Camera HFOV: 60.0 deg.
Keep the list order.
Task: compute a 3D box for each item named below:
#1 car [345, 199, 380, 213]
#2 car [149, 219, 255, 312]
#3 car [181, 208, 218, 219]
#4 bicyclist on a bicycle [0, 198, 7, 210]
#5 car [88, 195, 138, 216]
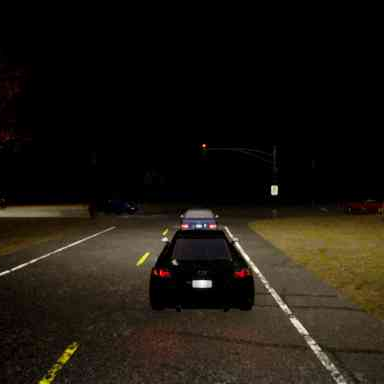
[{"bbox_3d":[18.288,1.389,33.706,4.718,1.301,1.895,-1,1,5],"label":"car"},{"bbox_3d":[0.192,1.558,7.765,1.994,1.385,4.181,0,0,0],"label":"car"},{"bbox_3d":[0.376,1.530,16.993,2.033,1.411,5.357,0,0,2],"label":"car"},{"bbox_3d":[-25.561,1.577,45.005,0.582,1.620,1.656,-1,0,5],"label":"bicyclist on a bicycle"},{"bbox_3d":[-7.963,1.330,33.310,5.566,2.045,2.150,-3,-2,33],"label":"car"}]
